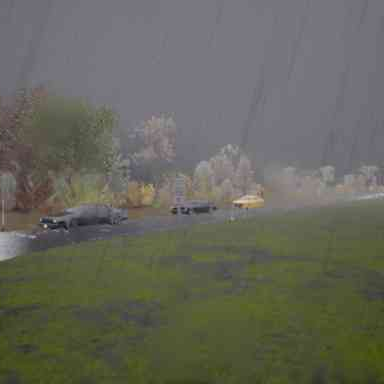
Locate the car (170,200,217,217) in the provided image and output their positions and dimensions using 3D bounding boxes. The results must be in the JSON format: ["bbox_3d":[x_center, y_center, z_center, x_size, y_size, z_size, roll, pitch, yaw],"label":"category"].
[{"bbox_3d":[0.180,1.377,28.803,1.895,1.301,4.718,0,1,36],"label":"car"}]

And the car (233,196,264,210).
[{"bbox_3d":[6.352,1.163,37.292,1.882,1.535,5.008,0,1,36],"label":"car"}]

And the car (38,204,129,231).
[{"bbox_3d":[-6.265,1.416,19.920,2.033,1.411,5.357,0,1,36],"label":"car"}]
